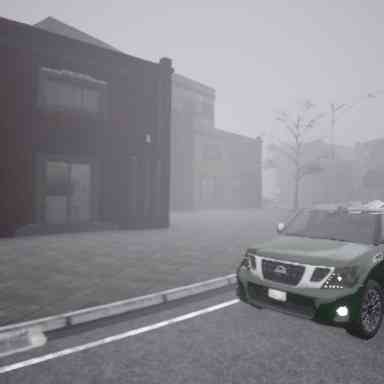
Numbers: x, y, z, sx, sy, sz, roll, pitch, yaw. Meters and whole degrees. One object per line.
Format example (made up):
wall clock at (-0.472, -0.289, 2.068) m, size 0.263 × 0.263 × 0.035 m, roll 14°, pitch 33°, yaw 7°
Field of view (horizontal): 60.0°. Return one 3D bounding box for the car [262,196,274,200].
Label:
car at (12.149, 1.399, 54.015) m, size 2.128 × 1.511 × 4.902 m, roll 1°, pitch 0°, yaw -24°

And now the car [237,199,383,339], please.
car at (3.310, 1.250, 7.100) m, size 5.566 × 2.045 × 2.150 m, roll 0°, pitch 0°, yaw -44°

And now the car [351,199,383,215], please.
car at (19.417, 1.583, 36.305) m, size 1.837 × 1.490 × 4.892 m, roll 1°, pitch 0°, yaw 1°
